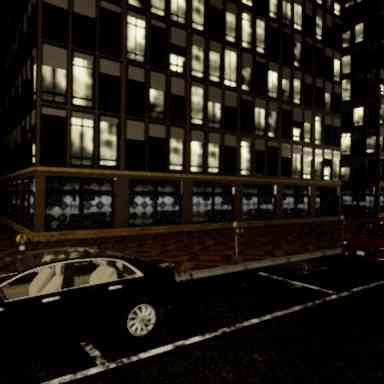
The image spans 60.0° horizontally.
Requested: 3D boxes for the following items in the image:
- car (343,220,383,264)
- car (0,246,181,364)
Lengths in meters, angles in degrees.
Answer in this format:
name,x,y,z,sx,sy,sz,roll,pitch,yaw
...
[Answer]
name,x,y,z,sx,sy,sz,roll,pitch,yaw
car,7.035,1.659,11.572,4.507,1.381,1.887,1,0,-35
car,-2.234,1.560,4.962,4.403,1.369,2.008,1,0,-35
